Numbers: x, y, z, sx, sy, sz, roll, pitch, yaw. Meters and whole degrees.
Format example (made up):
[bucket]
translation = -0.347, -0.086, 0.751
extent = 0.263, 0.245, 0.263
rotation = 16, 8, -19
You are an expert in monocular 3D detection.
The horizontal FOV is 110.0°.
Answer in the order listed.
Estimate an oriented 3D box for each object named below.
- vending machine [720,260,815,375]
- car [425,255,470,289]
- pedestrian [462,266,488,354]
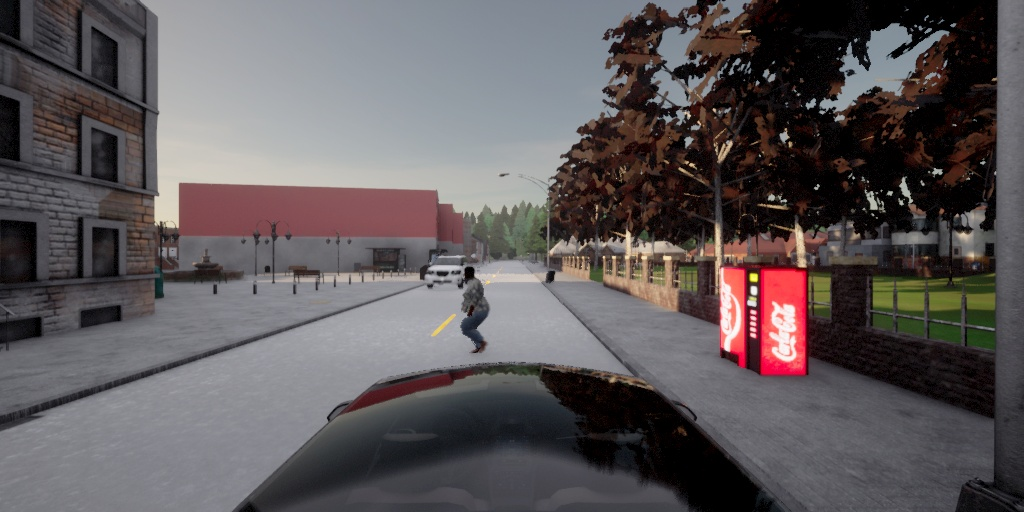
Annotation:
[vending machine]
translation = 4.323, 1.165, 6.244
extent = 1.100, 2.100, 0.880
rotation = 0, 0, 0
[car]
translation = -3.973, 0.970, 23.232
extent = 2.150, 2.045, 5.566
rotation = 0, 0, 0
[pedestrian]
translation = -0.744, 1.043, 7.209
extent = 0.375, 1.860, 0.375
rotation = 0, 0, 0
